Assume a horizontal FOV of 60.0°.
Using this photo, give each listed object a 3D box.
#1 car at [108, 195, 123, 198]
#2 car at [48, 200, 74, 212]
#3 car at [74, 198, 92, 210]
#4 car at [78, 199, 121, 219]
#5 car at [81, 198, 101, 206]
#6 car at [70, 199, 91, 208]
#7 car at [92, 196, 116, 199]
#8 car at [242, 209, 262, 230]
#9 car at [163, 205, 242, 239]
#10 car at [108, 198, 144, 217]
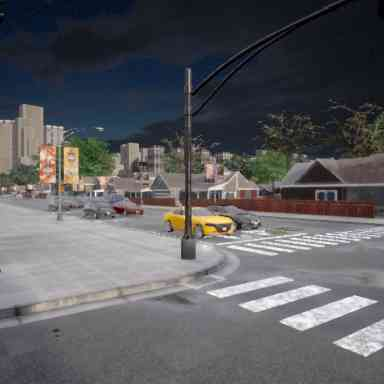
[{"bbox_3d":[-12.942,1.523,54.146,2.150,2.045,5.566,0,0,-36],"label":"car"},{"bbox_3d":[-17.279,1.775,43.156,1.837,1.490,4.892,0,-1,-35],"label":"car"},{"bbox_3d":[-16.392,1.849,47.565,1.994,1.385,4.181,0,0,-35],"label":"car"},{"bbox_3d":[-8.694,1.686,31.021,1.837,1.490,4.892,0,-1,-35],"label":"car"},{"bbox_3d":[-19.093,1.907,62.626,2.033,1.411,5.357,0,0,-35],"label":"car"},{"bbox_3d":[-19.408,1.887,57.612,2.033,1.411,5.357,0,0,-34],"label":"car"},{"bbox_3d":[-13.357,1.786,49.128,1.837,1.490,4.892,0,0,-35],"label":"car"},{"bbox_3d":[2.294,1.595,21.192,1.837,1.490,4.892,0,0,-35],"label":"car"},{"bbox_3d":[0.210,1.562,18.400,1.882,1.535,5.008,0,-1,-34],"label":"car"},{"bbox_3d":[-6.630,1.663,33.725,1.882,1.535,5.008,0,0,-35],"label":"car"}]
